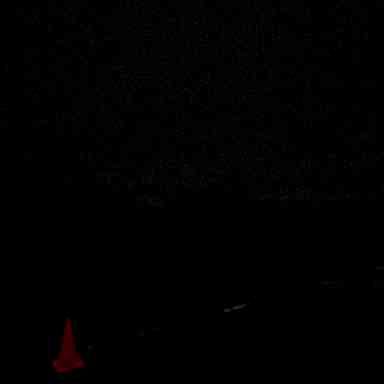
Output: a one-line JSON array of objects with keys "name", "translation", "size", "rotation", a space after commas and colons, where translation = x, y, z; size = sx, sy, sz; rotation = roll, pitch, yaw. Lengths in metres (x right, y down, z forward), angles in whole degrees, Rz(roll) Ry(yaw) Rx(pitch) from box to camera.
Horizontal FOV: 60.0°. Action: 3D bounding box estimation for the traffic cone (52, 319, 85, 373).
[{"name": "traffic cone", "translation": [-1.612, 1.955, 4.347], "size": [0.340, 0.580, 0.340], "rotation": [0, 0, -36]}]
